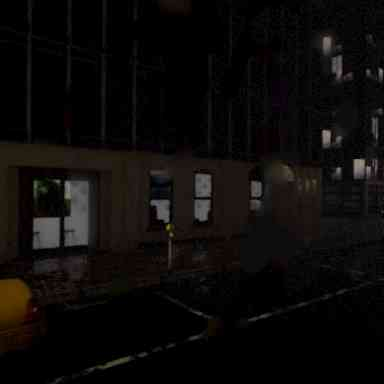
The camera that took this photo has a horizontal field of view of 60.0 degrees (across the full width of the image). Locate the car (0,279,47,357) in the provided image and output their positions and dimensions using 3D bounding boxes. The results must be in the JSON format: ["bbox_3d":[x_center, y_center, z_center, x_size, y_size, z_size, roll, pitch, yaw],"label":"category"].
[{"bbox_3d":[-4.215,1.524,3.543,4.829,1.417,1.752,0,1,-36],"label":"car"}]
